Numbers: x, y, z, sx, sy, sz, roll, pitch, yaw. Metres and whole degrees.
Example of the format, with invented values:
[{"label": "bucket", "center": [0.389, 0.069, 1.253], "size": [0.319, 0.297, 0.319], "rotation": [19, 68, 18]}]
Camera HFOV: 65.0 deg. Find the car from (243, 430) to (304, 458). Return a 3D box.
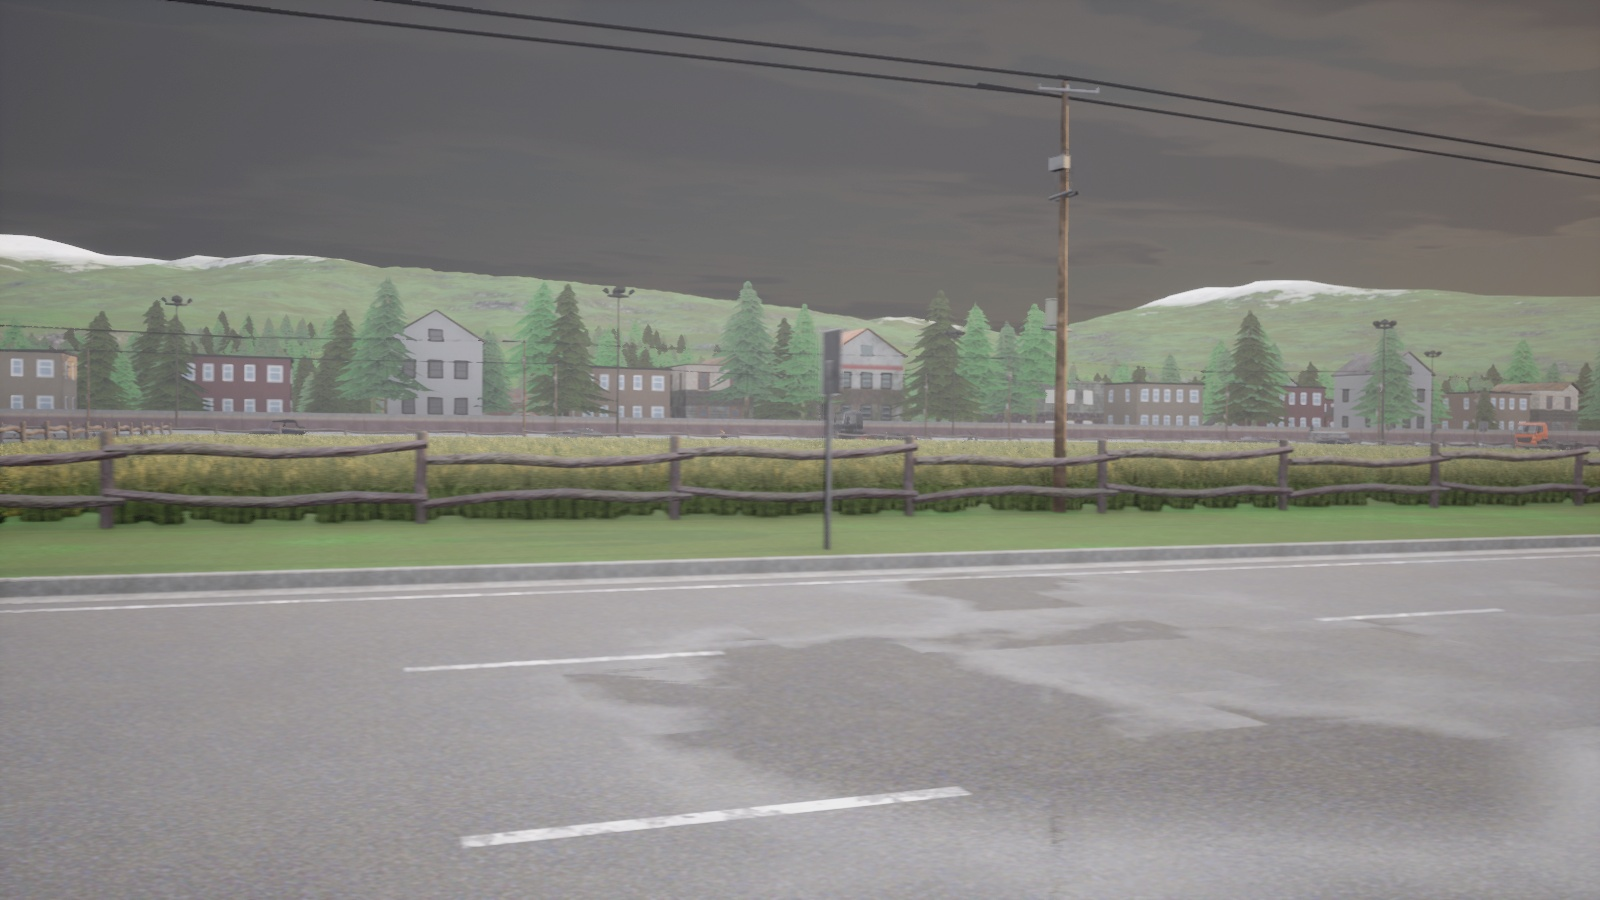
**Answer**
[{"label": "car", "center": [-37.156, -0.449, 88.768], "size": [3.866, 1.878, 1.905], "rotation": [-1, 1, -21]}]
